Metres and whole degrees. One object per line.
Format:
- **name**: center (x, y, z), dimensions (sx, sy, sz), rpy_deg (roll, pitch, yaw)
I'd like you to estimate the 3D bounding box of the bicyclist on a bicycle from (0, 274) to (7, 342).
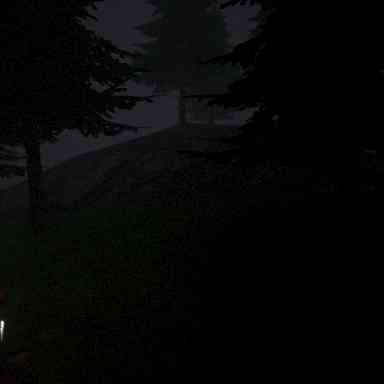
- **bicyclist on a bicycle**: center (-2.059, 1.305, 2.995), dimensions (1.656, 1.620, 0.582), rpy_deg (-4, -11, 45)
